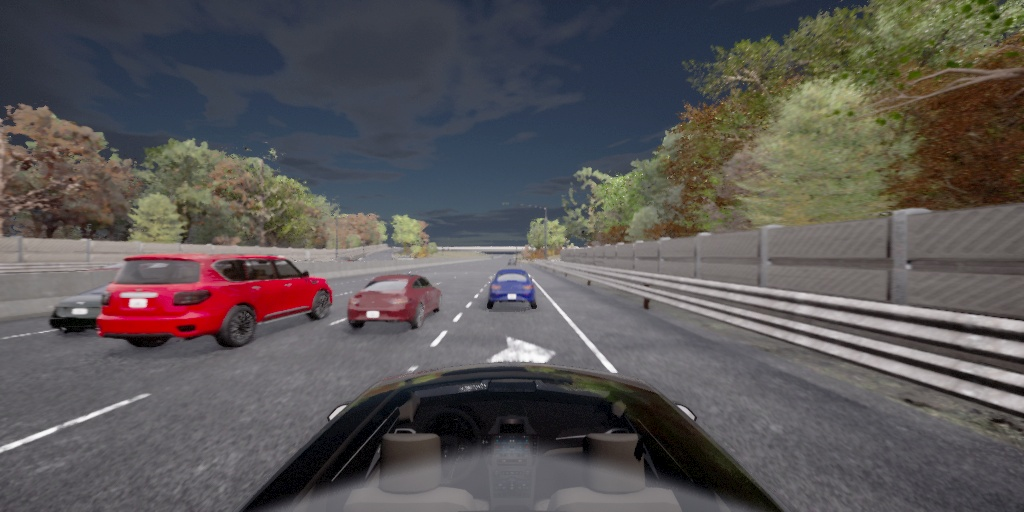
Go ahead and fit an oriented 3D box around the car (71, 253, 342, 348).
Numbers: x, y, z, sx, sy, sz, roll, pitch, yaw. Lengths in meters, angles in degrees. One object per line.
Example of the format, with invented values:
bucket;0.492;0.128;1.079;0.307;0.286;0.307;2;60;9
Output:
car;-6.901;0.959;9.303;2.150;2.045;5.566;0;0;0

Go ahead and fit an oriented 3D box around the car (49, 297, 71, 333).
car;-10.397;1.299;10.632;1.994;1.385;4.181;0;0;0

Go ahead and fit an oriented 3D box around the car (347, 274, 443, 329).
car;-3.400;1.261;11.072;1.812;1.442;4.674;0;0;0

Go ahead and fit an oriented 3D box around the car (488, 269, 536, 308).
car;-0.002;1.258;14.933;1.812;1.442;4.674;0;0;0

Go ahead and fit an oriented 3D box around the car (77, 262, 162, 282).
car;-31.577;1.245;29.091;1.812;1.442;4.674;0;0;0
